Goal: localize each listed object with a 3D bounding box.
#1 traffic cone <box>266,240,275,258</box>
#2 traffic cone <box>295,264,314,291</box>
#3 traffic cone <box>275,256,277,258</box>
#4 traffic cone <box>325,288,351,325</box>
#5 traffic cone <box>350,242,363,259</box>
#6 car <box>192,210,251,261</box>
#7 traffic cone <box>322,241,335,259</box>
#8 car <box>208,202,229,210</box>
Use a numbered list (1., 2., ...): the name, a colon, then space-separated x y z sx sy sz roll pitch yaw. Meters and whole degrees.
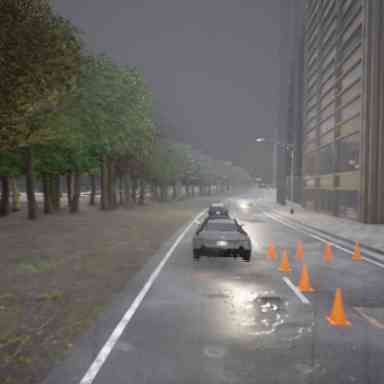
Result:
1. traffic cone: 2.845 2.022 11.913 0.340 0.580 0.340 1 0 2
2. traffic cone: 2.682 2.010 7.916 0.340 0.580 0.340 1 0 2
3. traffic cone: 2.764 2.016 9.914 0.340 0.580 0.340 1 0 2
4. traffic cone: 2.600 2.004 5.918 0.340 0.580 0.340 1 0 2
5. traffic cone: 5.842 2.062 11.790 0.340 0.580 0.340 1 0 2
6. car: 1.072 1.608 12.530 1.994 1.385 4.181 1 0 3
7. traffic cone: 4.843 2.049 11.831 0.340 0.580 0.340 1 0 2
8. car: 2.446 1.615 30.711 1.812 1.442 4.674 1 0 5
